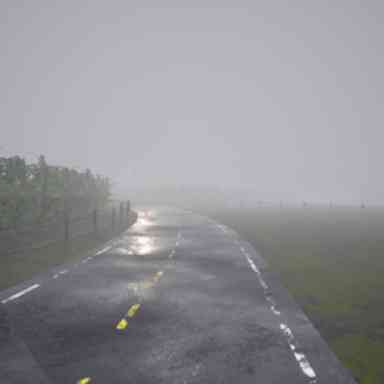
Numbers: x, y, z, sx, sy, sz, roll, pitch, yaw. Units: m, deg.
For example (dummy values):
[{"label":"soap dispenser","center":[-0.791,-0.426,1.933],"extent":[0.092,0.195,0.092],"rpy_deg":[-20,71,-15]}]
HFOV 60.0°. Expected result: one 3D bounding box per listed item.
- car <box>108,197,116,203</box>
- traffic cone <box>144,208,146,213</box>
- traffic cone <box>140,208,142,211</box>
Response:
[{"label":"car","center":[-18.577,1.743,73.787],"extent":[2.033,1.411,5.357],"rpy_deg":[0,0,-34]},{"label":"traffic cone","center":[-4.426,2.084,32.557],"extent":[0.340,0.580,0.340],"rpy_deg":[0,0,-9]},{"label":"traffic cone","center":[-5.326,2.097,37.352],"extent":[0.340,0.580,0.340],"rpy_deg":[0,0,-12]}]
